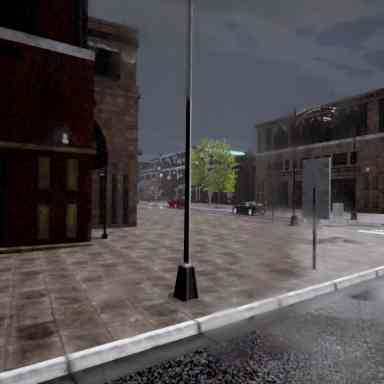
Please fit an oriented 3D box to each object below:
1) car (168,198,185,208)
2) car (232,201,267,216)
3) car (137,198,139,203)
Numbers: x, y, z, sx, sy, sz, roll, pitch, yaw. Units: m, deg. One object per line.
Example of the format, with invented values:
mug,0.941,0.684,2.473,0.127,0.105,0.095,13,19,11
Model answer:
car,-2.165,1.627,49.311,1.887,1.381,4.507,1,-1,-27
car,5.784,1.628,33.768,2.008,1.369,4.403,1,-1,-27
car,-12.196,1.671,69.007,1.802,1.307,4.206,1,-1,-27
